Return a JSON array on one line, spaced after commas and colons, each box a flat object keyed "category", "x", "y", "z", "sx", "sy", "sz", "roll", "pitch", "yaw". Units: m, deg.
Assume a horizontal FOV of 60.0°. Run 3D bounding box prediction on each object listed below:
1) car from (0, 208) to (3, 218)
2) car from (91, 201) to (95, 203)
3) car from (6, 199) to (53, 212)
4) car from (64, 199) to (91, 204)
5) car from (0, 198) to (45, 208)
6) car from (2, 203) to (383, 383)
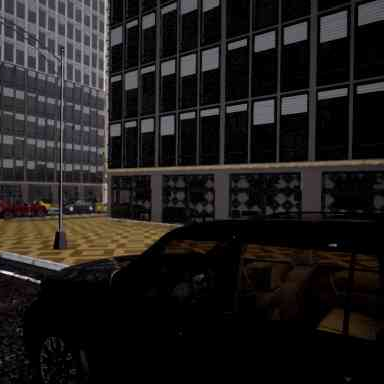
[{"category": "car", "x": -7.318, "y": 1.347, "z": 8.929, "sx": 4.553, "sy": 1.767, "sz": 2.097, "roll": 0, "pitch": 0, "yaw": 36}, {"category": "car", "x": -9.337, "y": 1.828, "z": 40.263, "sx": 1.752, "sy": 1.417, "sz": 4.829, "roll": 1, "pitch": 0, "yaw": 37}, {"category": "car", "x": -19.632, "y": 1.640, "z": 40.456, "sx": 1.752, "sy": 1.417, "sz": 4.829, "roll": 1, "pitch": 0, "yaw": 37}, {"category": "car", "x": -14.697, "y": 1.703, "z": 42.739, "sx": 1.837, "sy": 1.490, "sz": 4.892, "roll": 1, "pitch": 0, "yaw": 37}, {"category": "car", "x": -16.161, "y": 1.517, "z": 31.071, "sx": 2.192, "sy": 1.841, "sz": 5.009, "roll": 1, "pitch": 0, "yaw": 37}, {"category": "car", "x": 0.665, "y": 1.221, "z": 3.209, "sx": 5.566, "sy": 2.045, "sz": 2.150, "roll": 0, "pitch": 0, "yaw": 36}]
